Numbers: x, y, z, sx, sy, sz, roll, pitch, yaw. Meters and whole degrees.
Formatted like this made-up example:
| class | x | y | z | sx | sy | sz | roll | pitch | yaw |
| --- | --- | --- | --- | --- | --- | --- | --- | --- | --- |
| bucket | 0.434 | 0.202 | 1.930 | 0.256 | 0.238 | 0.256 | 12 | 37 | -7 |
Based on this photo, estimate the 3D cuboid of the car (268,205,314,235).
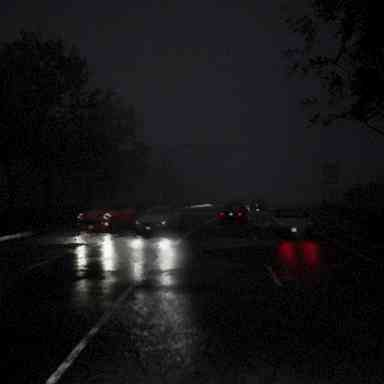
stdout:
| class | x | y | z | sx | sy | sz | roll | pitch | yaw |
| --- | --- | --- | --- | --- | --- | --- | --- | --- | --- |
| car | 5.517 | 1.605 | 18.832 | 1.895 | 1.301 | 4.718 | 0 | 0 | 10 |

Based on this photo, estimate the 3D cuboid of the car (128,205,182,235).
| class | x | y | z | sx | sy | sz | roll | pitch | yaw |
| --- | --- | --- | --- | --- | --- | --- | --- | --- | --- |
| car | -1.770 | 1.504 | 18.734 | 1.812 | 1.442 | 4.674 | 0 | 0 | 10 |

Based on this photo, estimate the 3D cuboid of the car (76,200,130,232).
| class | x | y | z | sx | sy | sz | roll | pitch | yaw |
| --- | --- | --- | --- | --- | --- | --- | --- | --- | --- |
| car | -5.065 | 1.317 | 20.112 | 2.097 | 1.767 | 4.553 | 0 | 0 | 10 |

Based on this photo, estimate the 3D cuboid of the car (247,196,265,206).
| class | x | y | z | sx | sy | sz | roll | pitch | yaw |
| --- | --- | --- | --- | --- | --- | --- | --- | --- | --- |
| car | 11.049 | 1.492 | 57.421 | 1.837 | 1.490 | 4.892 | 0 | 0 | 25 |

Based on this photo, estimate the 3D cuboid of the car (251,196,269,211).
| class | x | y | z | sx | sy | sz | roll | pitch | yaw |
| --- | --- | --- | --- | --- | --- | --- | --- | --- | --- |
| car | 8.450 | 1.560 | 41.700 | 1.994 | 1.385 | 4.181 | 0 | 0 | 20 |

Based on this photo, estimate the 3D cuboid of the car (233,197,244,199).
| class | x | y | z | sx | sy | sz | roll | pitch | yaw |
| --- | --- | --- | --- | --- | --- | --- | --- | --- | --- |
| car | 8.265 | 1.570 | 59.727 | 1.895 | 1.301 | 4.718 | 0 | 0 | 25 |

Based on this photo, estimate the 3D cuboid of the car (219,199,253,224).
| class | x | y | z | sx | sy | sz | roll | pitch | yaw |
| --- | --- | --- | --- | --- | --- | --- | --- | --- | --- |
| car | 3.209 | 1.539 | 24.896 | 2.033 | 1.411 | 5.357 | 0 | 0 | 13 |
